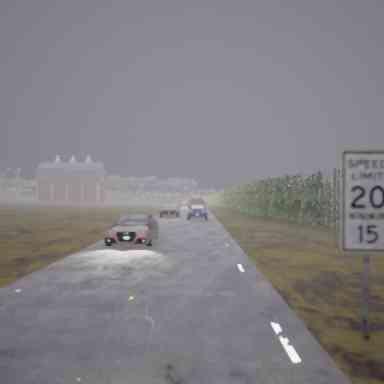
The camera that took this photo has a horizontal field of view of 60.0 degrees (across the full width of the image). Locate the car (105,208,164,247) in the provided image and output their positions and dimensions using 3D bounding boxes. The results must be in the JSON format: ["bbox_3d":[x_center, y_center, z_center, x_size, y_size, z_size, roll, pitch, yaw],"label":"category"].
[{"bbox_3d":[-2.633,1.673,15.442,1.994,1.385,4.181,0,0,1],"label":"car"}]

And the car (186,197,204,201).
[{"bbox_3d":[0.710,1.748,44.948,2.150,2.045,5.566,0,-1,1],"label":"car"}]

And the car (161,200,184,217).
[{"bbox_3d":[-2.233,1.835,35.247,1.882,1.535,5.008,0,-1,1],"label":"car"}]

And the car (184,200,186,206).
[{"bbox_3d":[-1.684,2.541,71.329,2.128,1.511,4.902,0,-1,1],"label":"car"}]

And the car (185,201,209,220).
[{"bbox_3d":[0.521,1.834,31.639,1.812,1.442,4.674,0,-1,1],"label":"car"}]
